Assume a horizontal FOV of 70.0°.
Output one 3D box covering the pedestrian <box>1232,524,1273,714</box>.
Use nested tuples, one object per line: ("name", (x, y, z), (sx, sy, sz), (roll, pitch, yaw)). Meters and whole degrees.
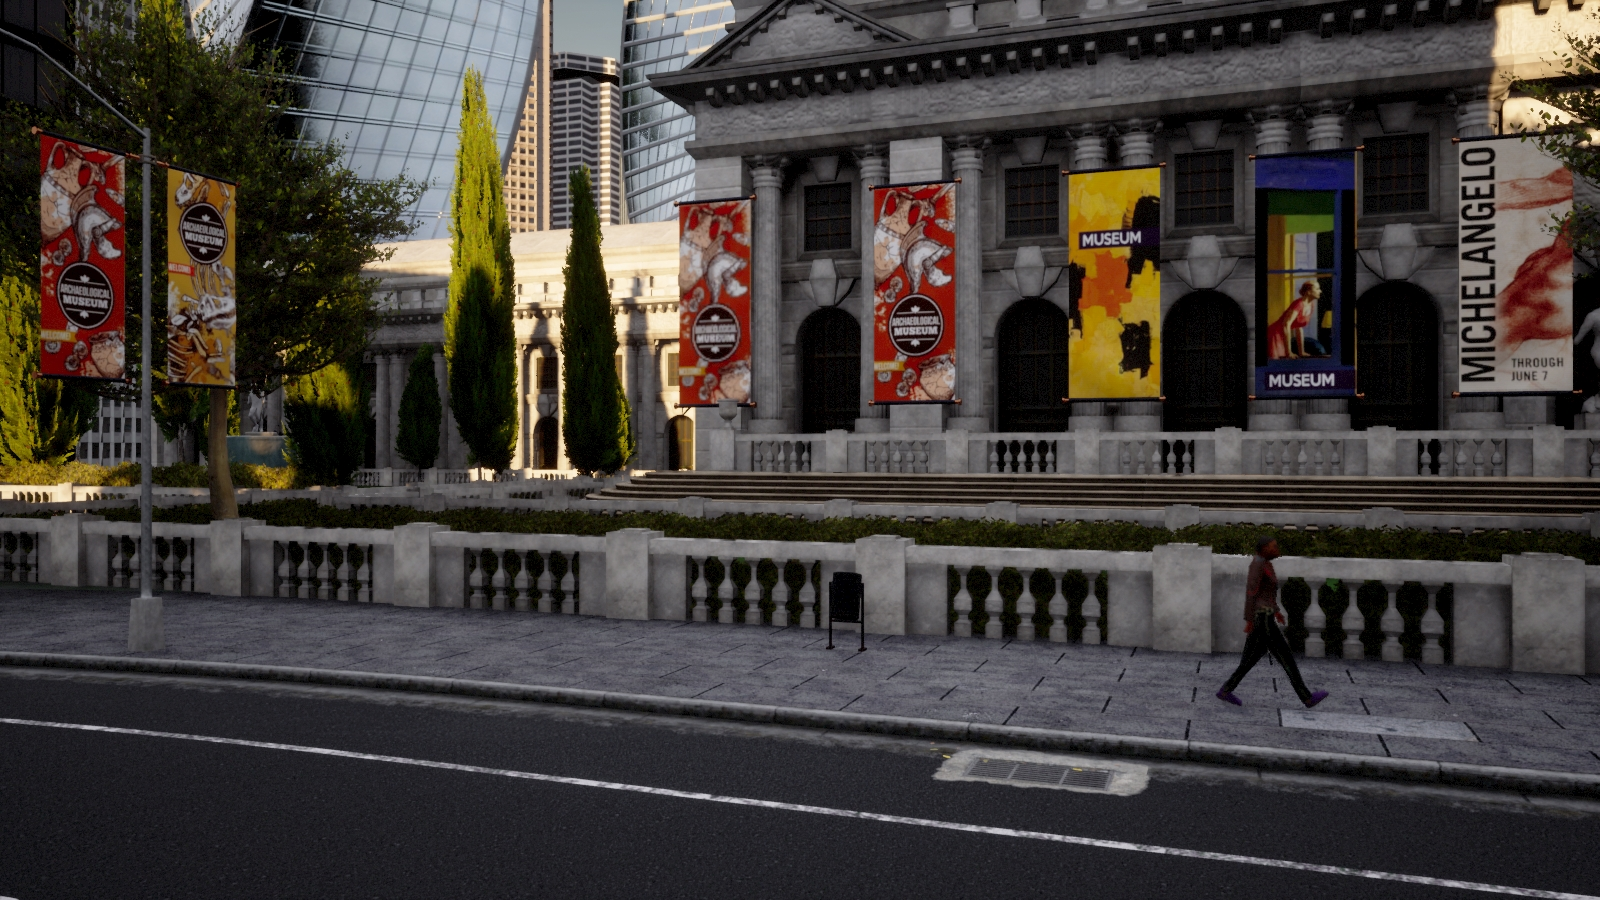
("pedestrian", (4.600, 1.696, 11.605), (0.375, 1.860, 0.375), (0, 0, 23))
